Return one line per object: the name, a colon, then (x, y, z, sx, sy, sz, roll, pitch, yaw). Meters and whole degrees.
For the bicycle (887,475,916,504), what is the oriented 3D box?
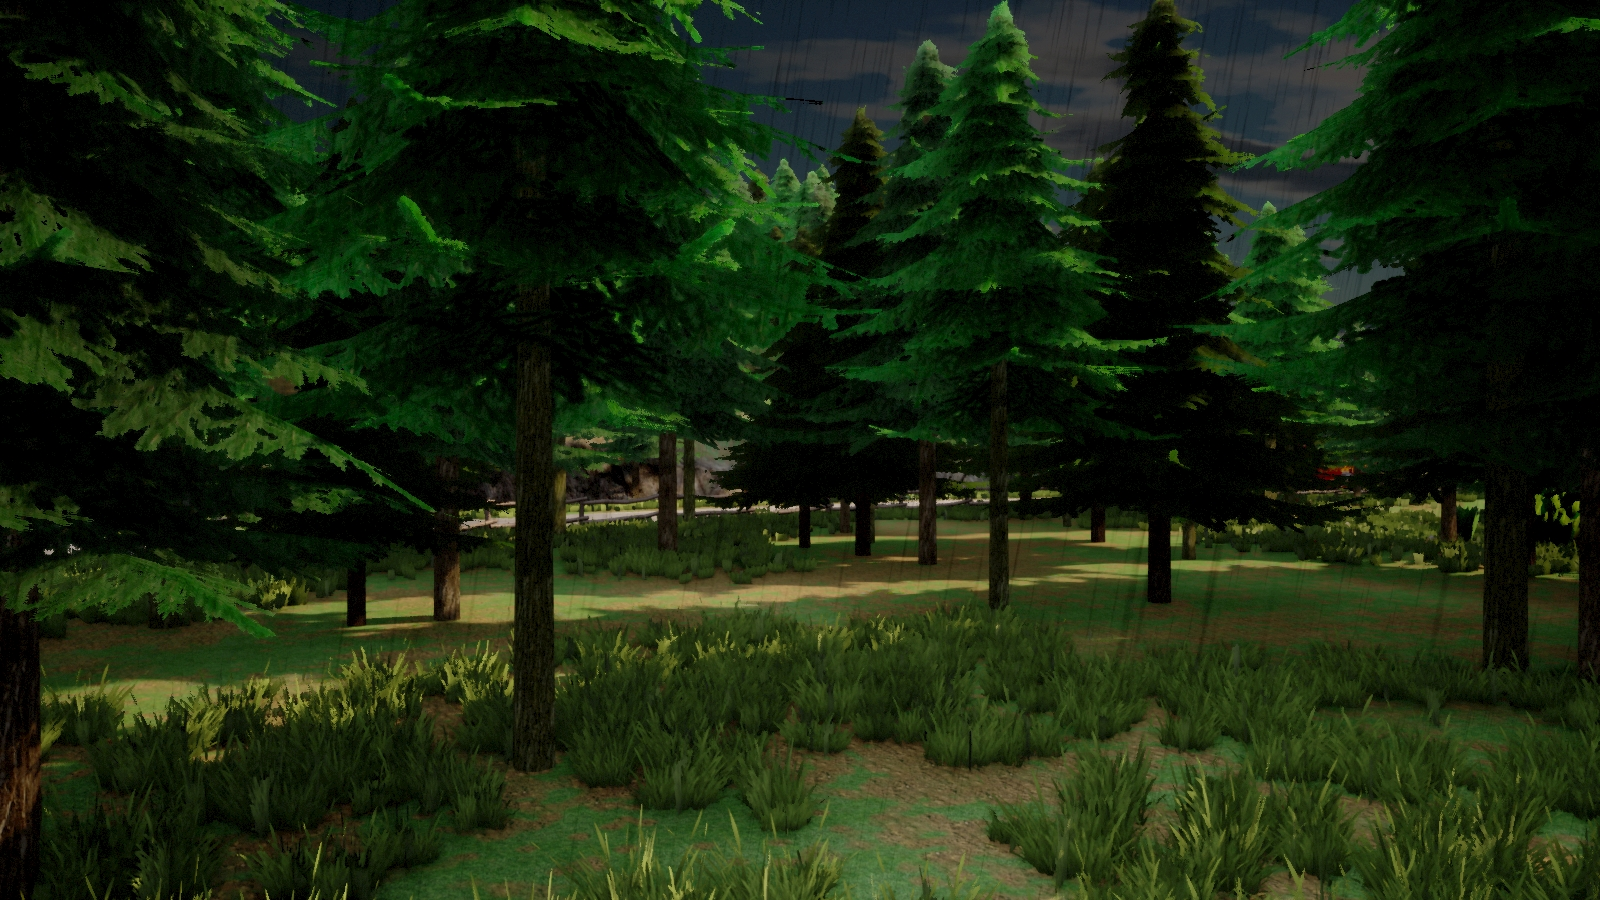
bicycle: (5.305, 2.056, 59.564, 1.643, 1.496, 0.373, 0, 0, -33)
